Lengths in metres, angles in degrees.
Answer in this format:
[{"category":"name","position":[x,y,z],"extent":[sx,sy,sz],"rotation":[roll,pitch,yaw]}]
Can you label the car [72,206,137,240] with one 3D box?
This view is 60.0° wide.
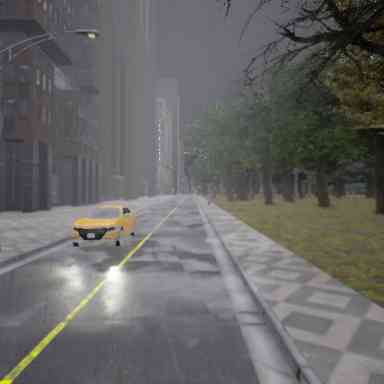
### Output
[{"category":"car","position":[-3.693,1.321,14.723],"extent":[1.882,1.535,5.008],"rotation":[0,0,0]}]
